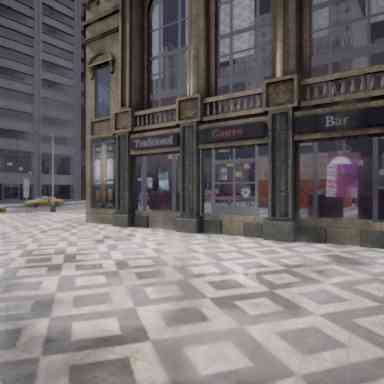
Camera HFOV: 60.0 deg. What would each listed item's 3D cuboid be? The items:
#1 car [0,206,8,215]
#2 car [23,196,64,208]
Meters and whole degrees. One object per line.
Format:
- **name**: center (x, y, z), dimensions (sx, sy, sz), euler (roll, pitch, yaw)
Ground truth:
- **car**: center (-18.052, 1.339, 27.692), dimensions (1.752, 1.417, 4.829), euler (1, 2, 36)
- **car**: center (-18.529, 1.141, 41.593), dimensions (1.752, 1.417, 4.829), euler (1, 2, 36)
